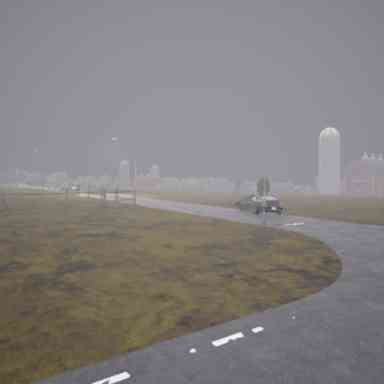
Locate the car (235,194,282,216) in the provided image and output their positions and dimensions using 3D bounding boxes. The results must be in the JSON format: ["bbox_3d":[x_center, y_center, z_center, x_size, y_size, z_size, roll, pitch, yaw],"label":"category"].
[{"bbox_3d":[4.743,0.841,23.731,1.812,1.442,4.674,3,1,-14],"label":"car"}]

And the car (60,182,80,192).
[{"bbox_3d":[-18.423,-0.768,50.131,2.128,1.511,4.902,1,2,-36],"label":"car"}]
